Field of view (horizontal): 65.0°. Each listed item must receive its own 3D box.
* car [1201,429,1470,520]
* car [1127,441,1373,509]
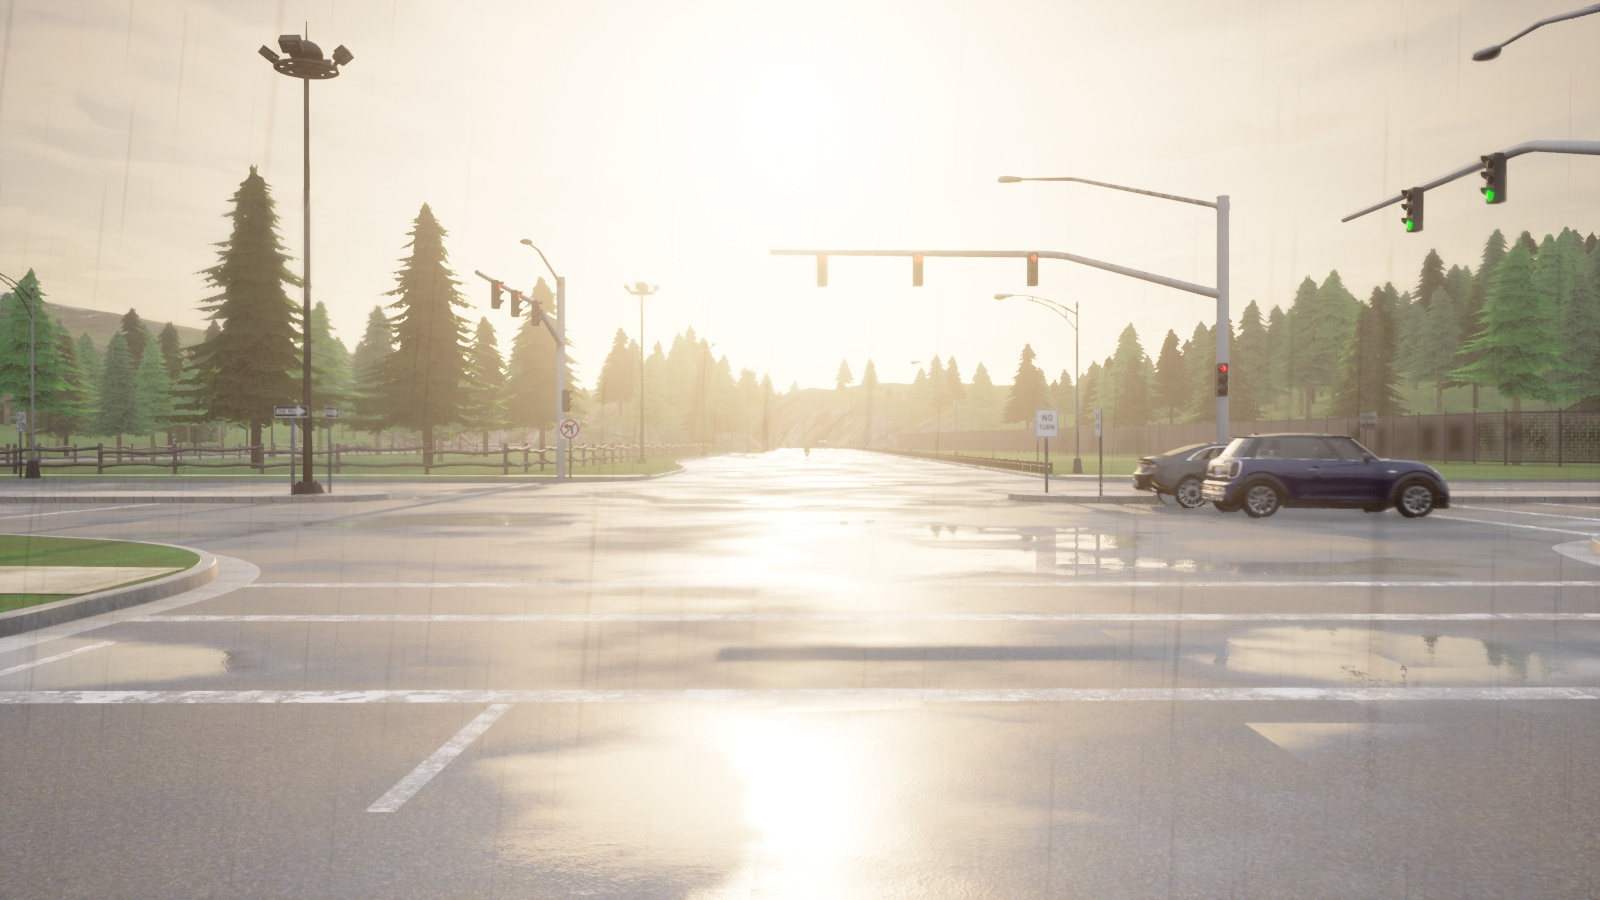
[{"bbox_3d":[10.730,0.470,25.451,4.553,1.767,2.097,0,0,1],"label":"car"},{"bbox_3d":[10.266,0.547,28.959,4.902,1.511,2.128,0,0,1],"label":"car"}]
